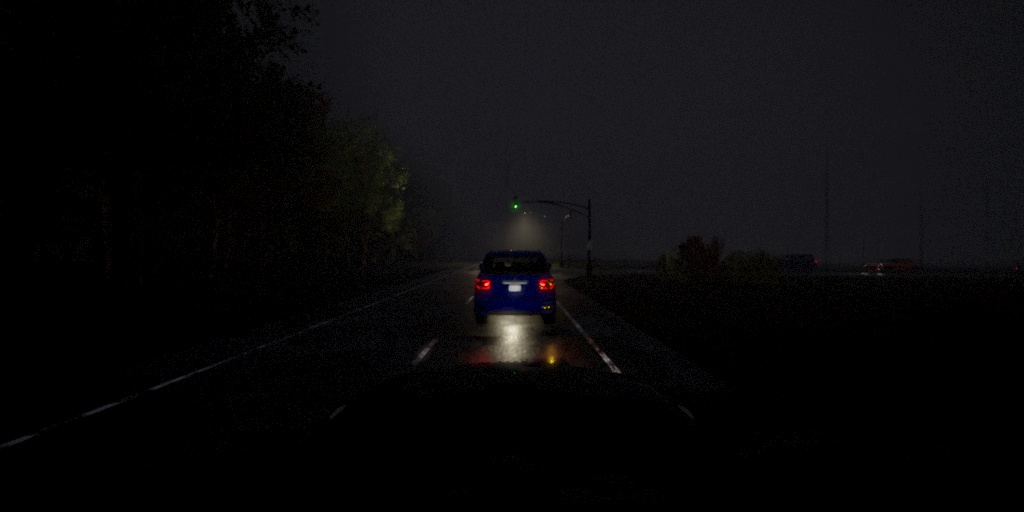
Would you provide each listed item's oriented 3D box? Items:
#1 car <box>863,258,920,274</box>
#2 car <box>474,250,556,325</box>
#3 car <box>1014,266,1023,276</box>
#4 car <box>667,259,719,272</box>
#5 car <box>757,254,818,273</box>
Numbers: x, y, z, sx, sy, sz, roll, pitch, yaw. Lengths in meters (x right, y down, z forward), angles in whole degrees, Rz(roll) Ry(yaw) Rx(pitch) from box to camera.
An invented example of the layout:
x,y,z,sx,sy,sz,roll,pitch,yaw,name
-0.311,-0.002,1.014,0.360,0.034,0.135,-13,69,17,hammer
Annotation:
x,y,z,sx,sy,sz,roll,pitch,yaw,name
40.818,1.023,38.665,4.553,1.767,2.097,1,0,0,car
0.109,0.823,11.300,2.150,2.045,5.566,0,1,1,car
52.168,1.357,34.980,4.181,1.385,1.994,1,0,1,car
19.473,0.982,38.807,5.357,1.411,2.033,1,0,0,car
29.718,0.769,38.748,5.566,2.045,2.150,1,0,0,car
